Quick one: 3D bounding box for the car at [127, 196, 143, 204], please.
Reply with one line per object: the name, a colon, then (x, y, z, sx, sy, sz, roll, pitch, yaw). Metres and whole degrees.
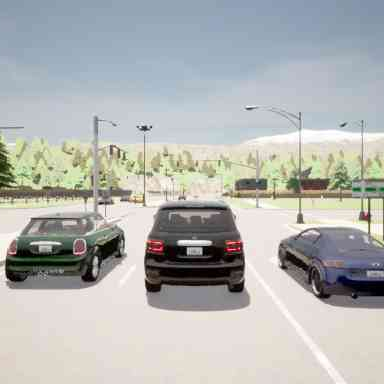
car: (-10.760, 1.477, 64.834, 1.882, 1.535, 5.008, 0, 0, 2)

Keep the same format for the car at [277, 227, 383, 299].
car: (3.575, 1.564, 8.485, 1.994, 1.385, 4.181, 0, 0, 0)

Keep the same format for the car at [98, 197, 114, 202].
car: (-14.453, 1.547, 55.890, 2.033, 1.411, 5.357, 0, 0, 1)

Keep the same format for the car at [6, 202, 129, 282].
car: (-3.420, 1.352, 9.924, 2.097, 1.767, 4.553, 0, 0, 0)

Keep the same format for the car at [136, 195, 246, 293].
car: (0.072, 1.221, 9.030, 2.150, 2.045, 5.566, 0, 0, 0)

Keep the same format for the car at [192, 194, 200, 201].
car: (1.089, 1.311, 83.377, 1.882, 1.535, 5.008, 0, 0, 1)

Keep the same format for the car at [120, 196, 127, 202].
car: (-14.116, 1.551, 71.145, 1.994, 1.385, 4.181, 0, 0, 1)
